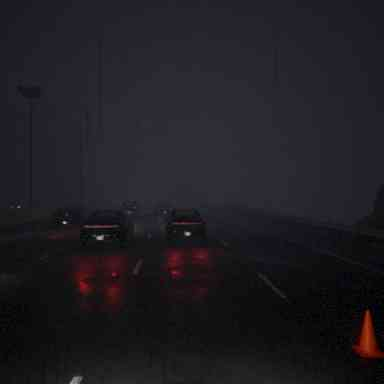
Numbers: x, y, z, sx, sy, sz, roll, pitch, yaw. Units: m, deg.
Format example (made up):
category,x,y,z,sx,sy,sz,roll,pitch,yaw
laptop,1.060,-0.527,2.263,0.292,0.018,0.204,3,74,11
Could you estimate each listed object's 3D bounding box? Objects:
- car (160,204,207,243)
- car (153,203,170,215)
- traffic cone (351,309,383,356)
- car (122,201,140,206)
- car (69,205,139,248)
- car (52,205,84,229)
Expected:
category,x,y,z,sx,sy,sz,roll,pitch,yaw
car,-0.410,1.591,16.707,2.128,1.511,4.902,0,0,-5
car,-3.204,1.818,36.092,1.895,1.301,4.718,0,0,-11
traffic cone,2.516,1.981,4.761,0.340,0.580,0.340,0,0,1
car,-6.319,1.698,33.661,2.128,1.511,4.902,0,0,-10
car,-3.808,1.588,15.404,2.128,1.511,4.902,0,0,-5
car,-8.131,1.650,22.859,1.837,1.490,4.892,0,0,-7
